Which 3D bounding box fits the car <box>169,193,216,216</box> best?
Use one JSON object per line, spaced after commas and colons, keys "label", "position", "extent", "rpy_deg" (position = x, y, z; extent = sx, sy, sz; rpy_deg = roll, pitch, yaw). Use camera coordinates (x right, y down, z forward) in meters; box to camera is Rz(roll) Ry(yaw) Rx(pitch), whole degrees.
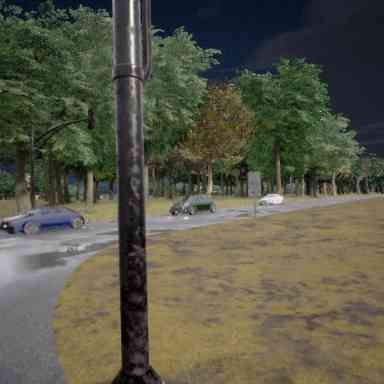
{"label": "car", "position": [0.099, 1.021, 28.287], "extent": [2.097, 1.767, 4.553], "rpy_deg": [-3, -1, 37]}

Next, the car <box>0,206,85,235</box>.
{"label": "car", "position": [-7.893, 1.446, 17.790], "extent": [1.994, 1.385, 4.181], "rpy_deg": [-3, -1, 37]}

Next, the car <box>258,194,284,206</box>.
{"label": "car", "position": [9.823, 0.946, 41.040], "extent": [1.812, 1.442, 4.674], "rpy_deg": [-3, -1, 37]}
